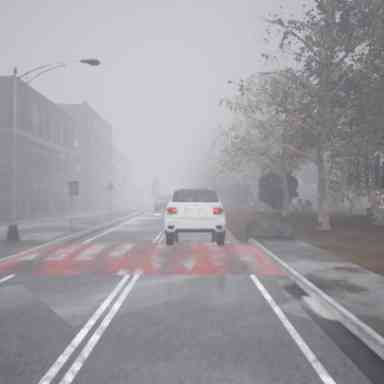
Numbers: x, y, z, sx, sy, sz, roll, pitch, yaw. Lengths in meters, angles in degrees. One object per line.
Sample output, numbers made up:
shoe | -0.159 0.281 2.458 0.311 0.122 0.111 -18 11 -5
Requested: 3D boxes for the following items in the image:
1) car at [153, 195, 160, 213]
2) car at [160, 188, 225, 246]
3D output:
car | -3.236 1.330 39.555 2.150 2.045 5.566 0 0 0
car | 0.116 1.076 13.723 2.150 2.045 5.566 0 -6 0
